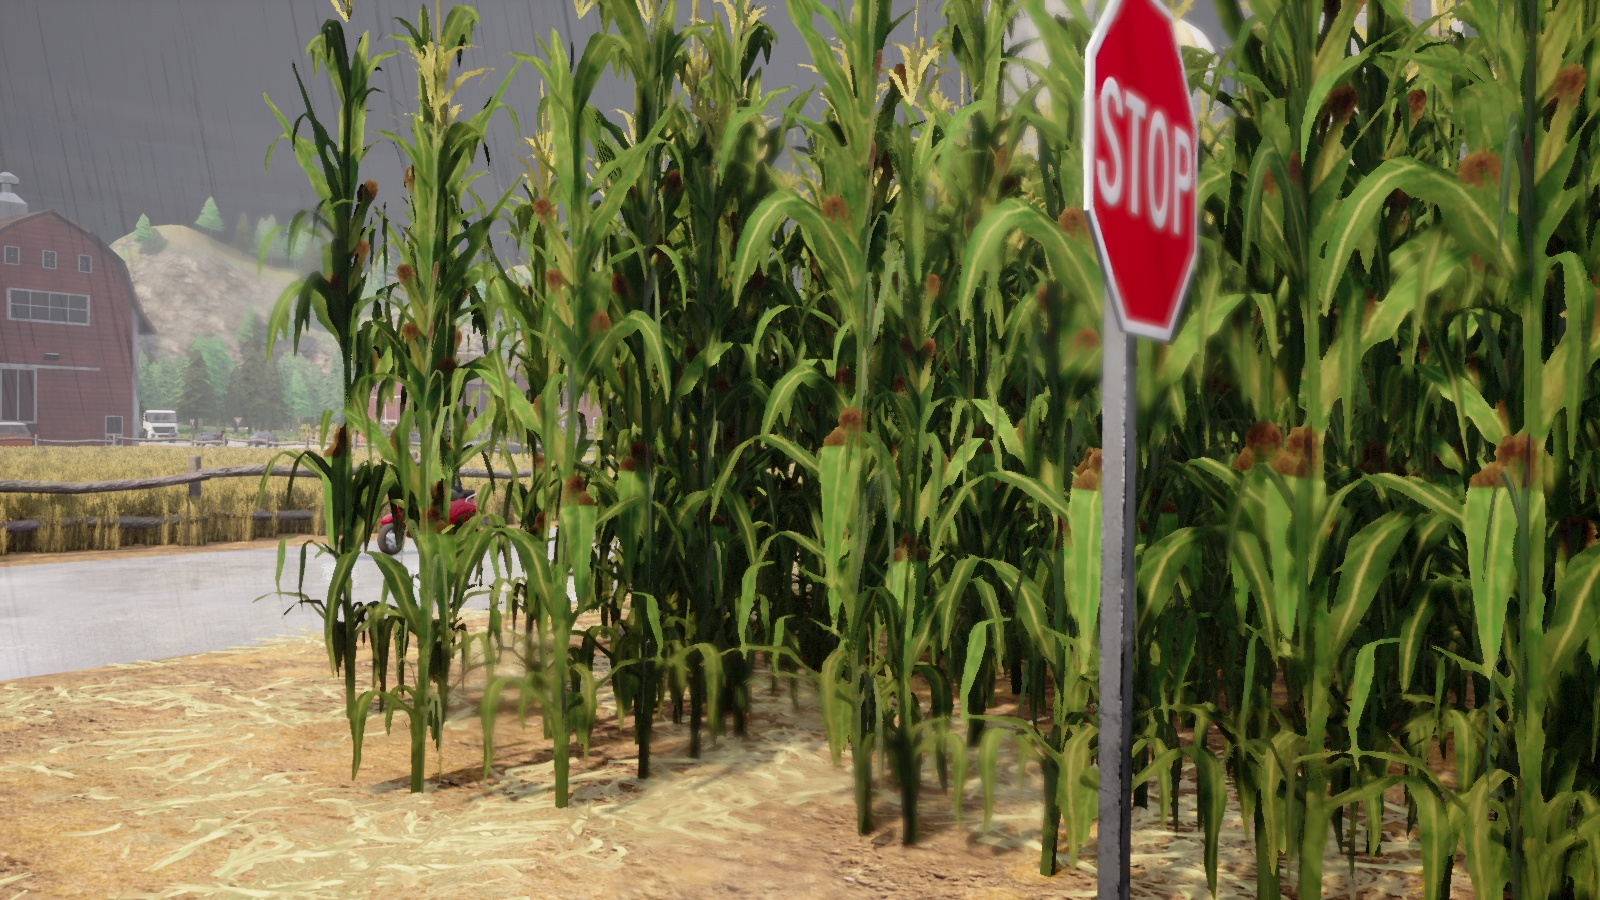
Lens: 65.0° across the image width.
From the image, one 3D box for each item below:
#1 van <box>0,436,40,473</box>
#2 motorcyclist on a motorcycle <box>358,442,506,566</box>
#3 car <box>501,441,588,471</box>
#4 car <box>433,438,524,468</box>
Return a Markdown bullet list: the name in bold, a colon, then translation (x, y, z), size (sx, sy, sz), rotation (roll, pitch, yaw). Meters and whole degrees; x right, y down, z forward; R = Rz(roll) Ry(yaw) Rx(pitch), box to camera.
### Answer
- **van**: translation (-44.729, 0.262, 69.248), size (1.775, 1.987, 4.442), rotation (0, 1, 30)
- **motorcyclist on a motorcycle**: translation (-5.014, 0.695, 17.219), size (0.866, 1.590, 1.817), rotation (0, 1, 33)
- **car**: translation (-12.849, 0.293, 63.135), size (4.193, 1.474, 1.816), rotation (0, 1, 33)
- **car**: translation (-18.156, 0.159, 70.872), size (4.856, 1.649, 2.033), rotation (0, 1, 29)
